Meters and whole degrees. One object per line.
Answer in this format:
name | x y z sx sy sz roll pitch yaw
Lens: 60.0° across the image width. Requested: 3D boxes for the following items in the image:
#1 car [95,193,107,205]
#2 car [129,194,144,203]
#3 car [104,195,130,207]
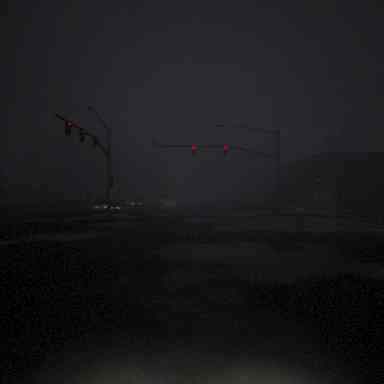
car | -15.061 1.219 57.540 2.150 2.045 5.566 0 0 0
car | -11.476 1.475 70.658 1.882 1.535 5.008 0 0 0
car | -11.580 1.545 51.466 2.033 1.411 5.357 0 0 0
